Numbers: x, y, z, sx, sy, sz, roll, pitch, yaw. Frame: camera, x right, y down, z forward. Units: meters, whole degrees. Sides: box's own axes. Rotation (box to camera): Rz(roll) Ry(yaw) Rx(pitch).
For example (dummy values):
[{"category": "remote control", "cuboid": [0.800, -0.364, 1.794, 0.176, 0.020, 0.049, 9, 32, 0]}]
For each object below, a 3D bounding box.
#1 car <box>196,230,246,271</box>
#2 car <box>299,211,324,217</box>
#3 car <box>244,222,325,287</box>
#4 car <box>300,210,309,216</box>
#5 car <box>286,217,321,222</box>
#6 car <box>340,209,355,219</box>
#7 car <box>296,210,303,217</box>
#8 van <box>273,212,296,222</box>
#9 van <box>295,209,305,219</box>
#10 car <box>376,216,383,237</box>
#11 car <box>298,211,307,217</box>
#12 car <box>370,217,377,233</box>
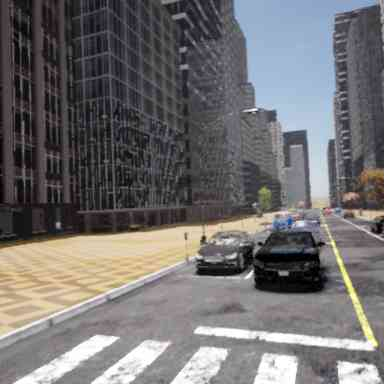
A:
[{"category": "car", "cuboid": [1.508, 2.285, 13.543, 2.008, 1.369, 4.403, -4, -4, 21]}, {"category": "car", "cuboid": [13.905, 3.283, 38.694, 1.994, 1.385, 4.181, -3, -4, 21]}, {"category": "car", "cuboid": [3.400, 2.004, 11.212, 1.882, 1.535, 5.008, -4, -4, 23]}, {"category": "car", "cuboid": [29.473, 5.534, 87.092, 2.008, 1.369, 4.403, -5, -4, 21]}, {"category": "car", "cuboid": [7.705, 2.616, 22.524, 1.895, 1.301, 4.718, -3, -4, 21]}, {"category": "car", "cuboid": [27.314, 3.915, 57.869, 1.802, 1.307, 4.206, -5, -4, 21]}, {"category": "car", "cuboid": [15.490, 3.889, 50.319, 2.008, 1.369, 4.403, -5, -4, 21]}, {"category": "van", "cuboid": [9.487, 2.987, 34.572, 1.690, 1.788, 3.998, -4, -4, 21]}, {"category": "van", "cuboid": [21.471, 4.382, 66.092, 1.690, 1.788, 3.998, -5, -4, 21]}, {"category": "car", "cuboid": [13.331, 2.282, 21.095, 1.947, 1.339, 4.313, -5, -4, 21]}, {"category": "car", "cuboid": [25.477, 5.055, 76.585, 1.887, 1.381, 4.507, -5, -4, 21]}, {"category": "car", "cuboid": [15.329, 2.510, 26.349, 1.947, 1.339, 4.313, -5, -4, 21]}]
